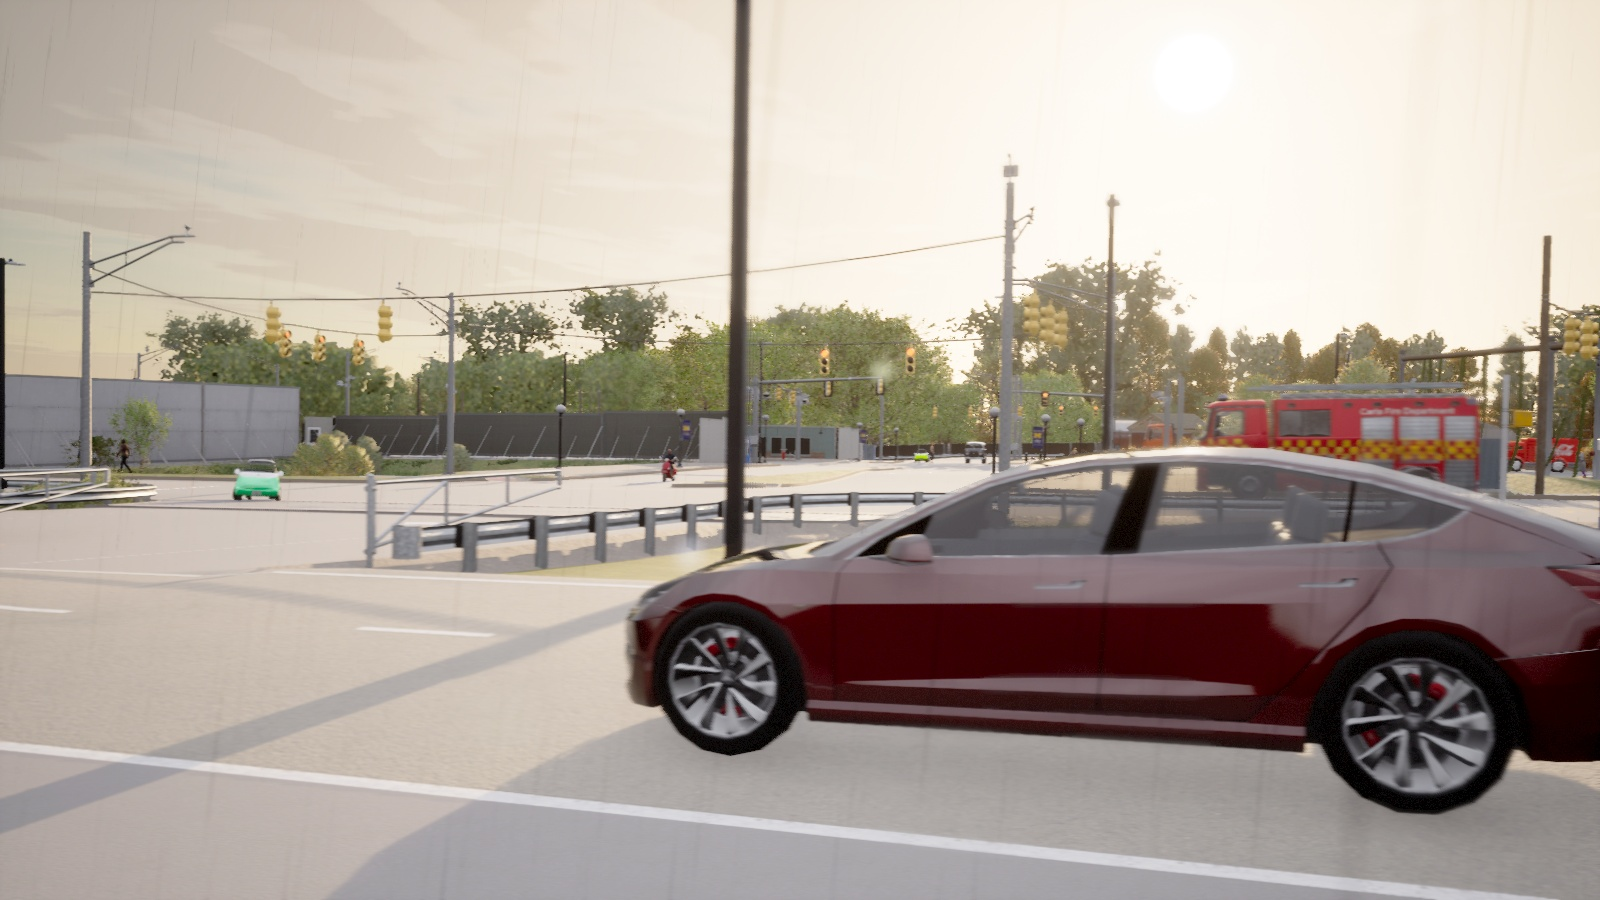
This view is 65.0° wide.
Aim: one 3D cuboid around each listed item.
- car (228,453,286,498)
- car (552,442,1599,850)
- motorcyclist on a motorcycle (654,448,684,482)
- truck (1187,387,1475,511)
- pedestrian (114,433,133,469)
[{"bbox_3d":[-18.062,0.860,41.820,1.481,1.376,2.207,4,-3,-18],"label":"car"},{"bbox_3d":[1.403,0.729,6.406,4.792,1.488,2.163,1,1,19],"label":"car"},{"bbox_3d":[-6.363,0.705,60.941,0.866,1.590,1.817,1,1,13],"label":"motorcyclist on a motorcycle"},{"bbox_3d":[17.214,-0.083,41.389,8.468,3.827,2.891,0,1,18],"label":"truck"},{"bbox_3d":[-34.874,0.044,64.776,0.869,1.805,0.328,2,1,17],"label":"pedestrian"}]
